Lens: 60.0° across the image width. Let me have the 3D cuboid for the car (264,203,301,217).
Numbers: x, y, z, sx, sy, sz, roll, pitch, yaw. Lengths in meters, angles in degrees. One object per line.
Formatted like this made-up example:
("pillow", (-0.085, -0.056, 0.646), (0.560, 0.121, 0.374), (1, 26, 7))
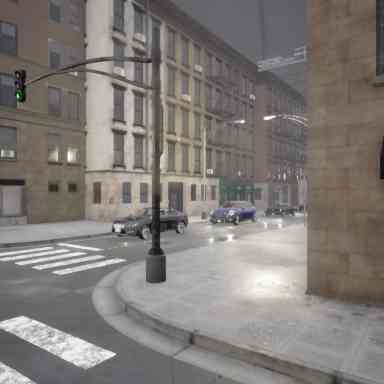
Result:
("car", (8.952, 1.777, 33.335), (1.895, 1.301, 4.718), (0, 0, 35))

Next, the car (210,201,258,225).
("car", (3.229, 1.476, 25.327), (2.097, 1.767, 4.553), (0, 0, 36))

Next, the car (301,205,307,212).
("car", (14.868, 1.832, 41.585), (1.895, 1.301, 4.718), (0, 0, 36))

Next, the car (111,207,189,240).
("car", (-2.113, 1.568, 17.809), (2.128, 1.511, 4.902), (0, 0, 35))
